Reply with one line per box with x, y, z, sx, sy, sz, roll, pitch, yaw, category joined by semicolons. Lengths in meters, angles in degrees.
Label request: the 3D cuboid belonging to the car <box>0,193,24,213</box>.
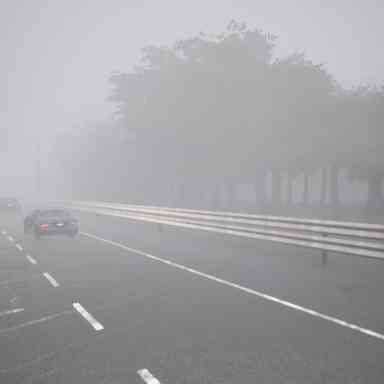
-18.694;1.313;33.629;2.097;1.767;4.553;0;0;-34;car

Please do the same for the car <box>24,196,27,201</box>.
-40.479;1.384;78.457;1.882;1.535;5.008;0;0;-10;car

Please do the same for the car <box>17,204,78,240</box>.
-7.398;1.528;17.143;2.033;1.411;5.357;0;0;-34;car
